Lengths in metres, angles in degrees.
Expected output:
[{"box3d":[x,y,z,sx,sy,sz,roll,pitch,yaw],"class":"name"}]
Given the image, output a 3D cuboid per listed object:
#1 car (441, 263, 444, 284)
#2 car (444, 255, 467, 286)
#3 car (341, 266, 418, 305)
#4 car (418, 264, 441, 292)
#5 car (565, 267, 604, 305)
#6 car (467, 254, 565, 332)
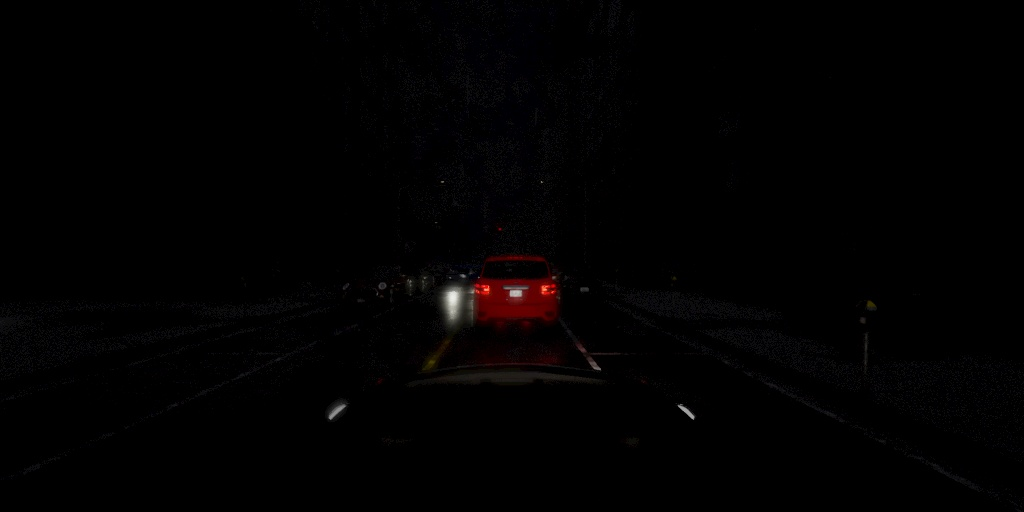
[{"box3d":[-5.761,1.294,26.674,2.007,1.370,4.403,0,0,0],"class":"car"},{"box3d":[-3.040,0.966,25.576,2.150,2.045,5.566,0,0,1],"class":"car"},{"box3d":[-5.763,1.185,15.663,1.967,1.591,4.097,0,0,0],"class":"car"},{"box3d":[-5.762,1.310,21.169,1.948,1.339,4.313,0,0,0],"class":"car"},{"box3d":[2.763,1.311,15.662,1.948,1.339,4.313,0,0,0],"class":"car"},{"box3d":[0.103,0.968,11.023,2.150,2.045,5.566,0,0,0],"class":"car"}]
